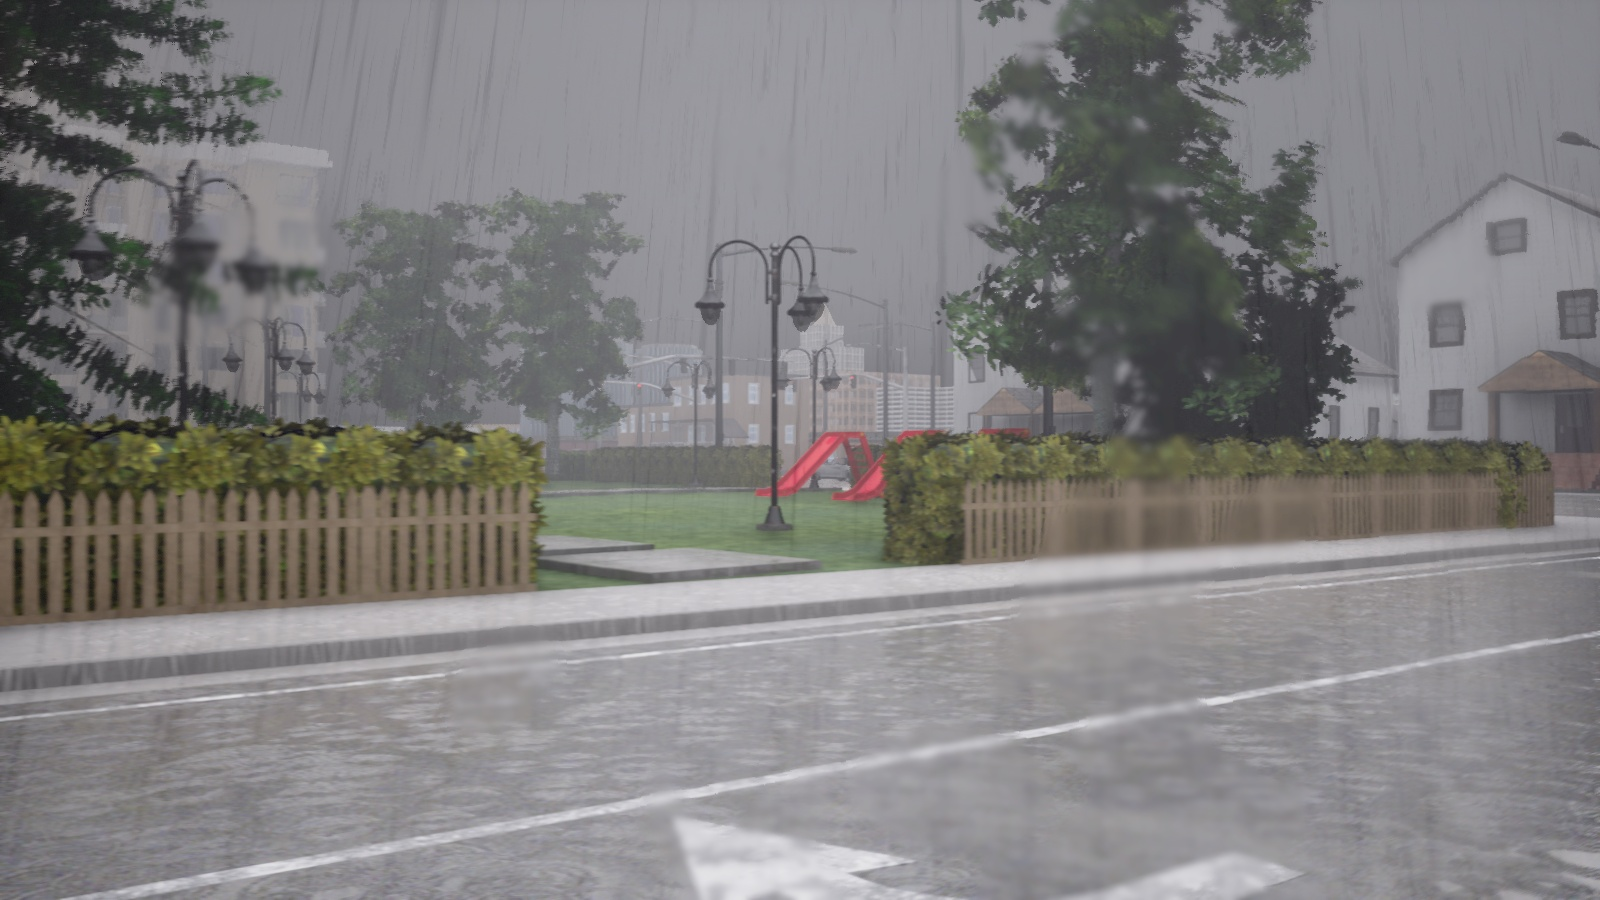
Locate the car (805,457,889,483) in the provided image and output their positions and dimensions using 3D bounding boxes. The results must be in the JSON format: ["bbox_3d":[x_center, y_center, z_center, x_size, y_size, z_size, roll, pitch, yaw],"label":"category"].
[{"bbox_3d":[2.379,0.998,65.104,1.895,1.301,4.718,0,0,-35],"label":"car"}]
